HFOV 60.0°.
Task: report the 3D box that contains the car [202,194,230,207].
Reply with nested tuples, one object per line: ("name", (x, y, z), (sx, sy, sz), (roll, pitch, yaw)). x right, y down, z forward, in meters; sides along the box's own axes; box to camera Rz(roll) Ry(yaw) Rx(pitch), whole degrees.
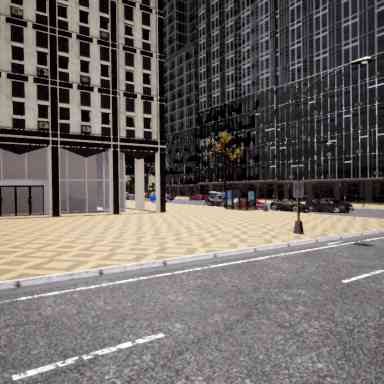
("car", (3.764, 1.319, 44.291), (1.947, 1.339, 4.313), (0, 1, -35))

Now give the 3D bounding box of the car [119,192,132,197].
("car", (-18.345, 0.688, 91.179), (2.008, 1.369, 4.403), (0, 1, -35))

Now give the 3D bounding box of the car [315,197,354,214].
("car", (14.016, 1.343, 34.075), (1.837, 1.490, 4.892), (-1, 2, -35))

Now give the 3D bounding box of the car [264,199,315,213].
("car", (10.158, 1.424, 34.891), (1.947, 1.339, 4.313), (-1, 1, -35))

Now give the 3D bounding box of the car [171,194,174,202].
("car", (-5.339, 1.178, 62.304), (1.895, 1.301, 4.718), (-1, 1, -35))

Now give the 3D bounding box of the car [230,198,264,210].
("car", (6.944, 1.388, 39.581), (1.802, 1.307, 4.206), (0, 1, -35))

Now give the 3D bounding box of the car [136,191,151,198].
("car", (-11.890, 0.686, 81.822), (1.967, 1.590, 4.097), (0, 1, -35))

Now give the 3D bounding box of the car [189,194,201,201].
("car", (1.023, 1.043, 63.112), (1.802, 1.307, 4.206), (0, 1, -35))

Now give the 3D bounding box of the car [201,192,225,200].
("car", (3.846, 1.183, 48.824), (1.837, 1.490, 4.892), (-1, 1, -35))

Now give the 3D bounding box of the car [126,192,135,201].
("car", (-12.331, 1.039, 67.710), (2.008, 1.369, 4.403), (0, 1, -35))

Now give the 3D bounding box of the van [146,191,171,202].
("van", (-5.875, 0.937, 58.351), (1.690, 1.788, 3.998), (0, 1, -35))

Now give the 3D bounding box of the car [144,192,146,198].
("car", (-8.661, 0.615, 77.143), (2.192, 1.841, 5.009), (0, 1, -35))

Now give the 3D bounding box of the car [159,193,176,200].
("car", (-5.433, 0.936, 72.468), (1.802, 1.307, 4.206), (0, 1, -35))

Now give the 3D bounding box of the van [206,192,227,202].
("van", (4.250, 0.855, 58.431), (1.690, 1.788, 3.998), (0, 1, -35))
